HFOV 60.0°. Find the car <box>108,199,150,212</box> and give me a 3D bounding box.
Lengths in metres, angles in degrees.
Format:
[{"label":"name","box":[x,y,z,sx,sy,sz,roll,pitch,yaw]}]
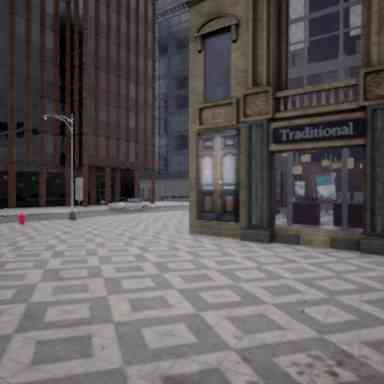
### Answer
[{"label":"car","box":[-6.816,1.410,36.113,1.895,1.301,4.718,0,0,36]}]
